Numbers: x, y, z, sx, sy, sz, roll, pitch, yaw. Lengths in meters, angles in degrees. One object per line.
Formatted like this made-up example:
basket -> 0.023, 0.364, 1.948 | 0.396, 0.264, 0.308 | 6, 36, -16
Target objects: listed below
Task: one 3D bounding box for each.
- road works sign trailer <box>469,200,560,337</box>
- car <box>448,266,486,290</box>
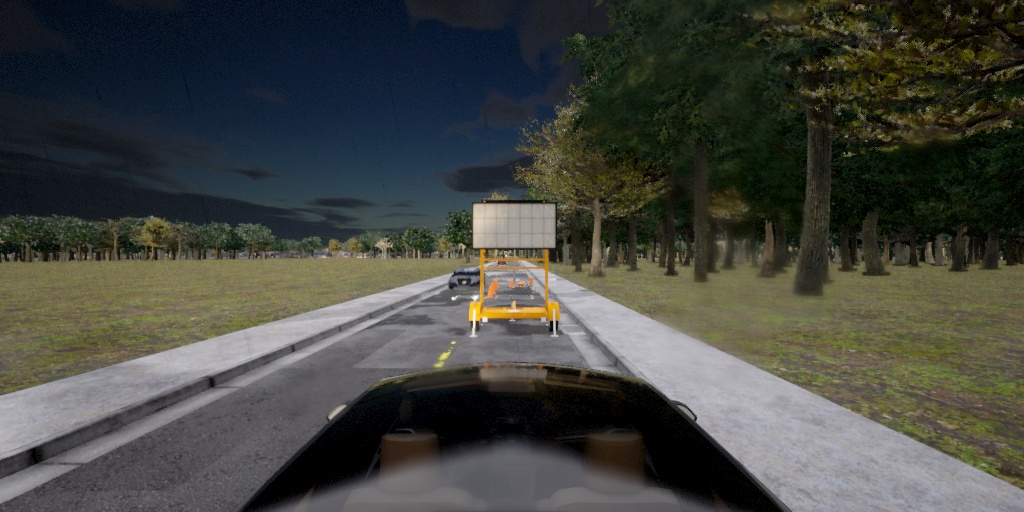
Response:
road works sign trailer -> 0.067, 0.214, 10.256 | 2.380, 3.560, 2.880 | 0, 0, 0
car -> -2.701, 1.314, 22.373 | 1.994, 1.385, 4.181 | 0, 0, 0
